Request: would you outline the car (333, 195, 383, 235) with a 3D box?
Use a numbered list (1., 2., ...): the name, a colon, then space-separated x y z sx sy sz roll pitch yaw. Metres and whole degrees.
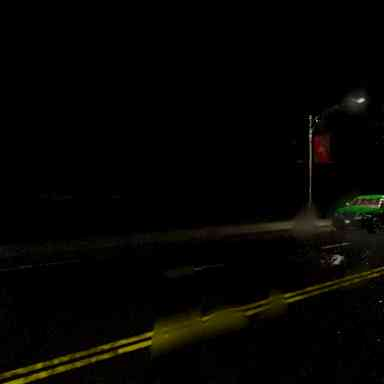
1. car: 10.475 1.203 19.233 5.566 2.045 2.150 0 0 -36
